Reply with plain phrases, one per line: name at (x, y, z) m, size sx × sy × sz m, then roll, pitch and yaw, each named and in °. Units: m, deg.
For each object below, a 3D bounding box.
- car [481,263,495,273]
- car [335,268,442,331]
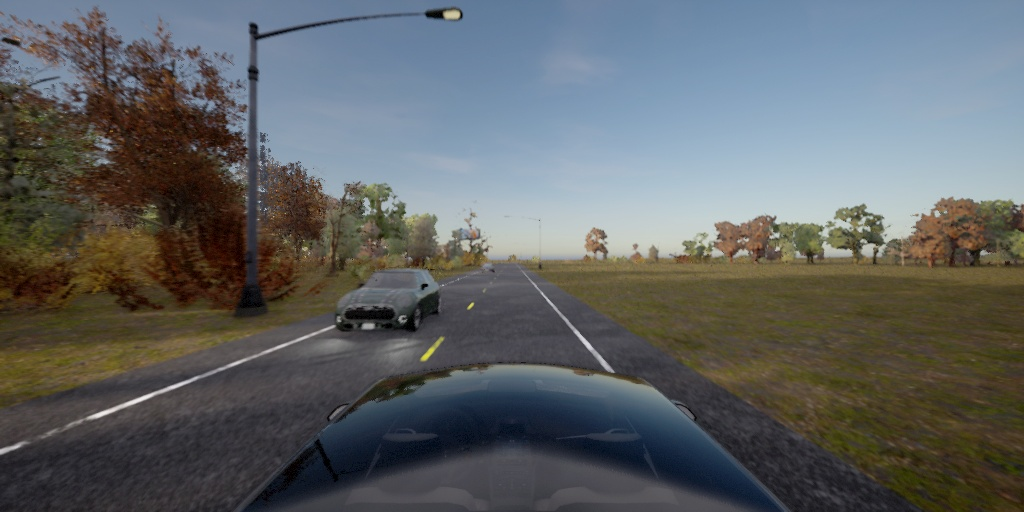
car at (-3.562, 1.745, 53.041) m, size 1.812 × 1.442 × 4.674 m, roll 0°, pitch 0°, yaw 0°
car at (-3.602, 1.189, 11.248) m, size 2.097 × 1.767 × 4.553 m, roll 0°, pitch -1°, yaw 0°
